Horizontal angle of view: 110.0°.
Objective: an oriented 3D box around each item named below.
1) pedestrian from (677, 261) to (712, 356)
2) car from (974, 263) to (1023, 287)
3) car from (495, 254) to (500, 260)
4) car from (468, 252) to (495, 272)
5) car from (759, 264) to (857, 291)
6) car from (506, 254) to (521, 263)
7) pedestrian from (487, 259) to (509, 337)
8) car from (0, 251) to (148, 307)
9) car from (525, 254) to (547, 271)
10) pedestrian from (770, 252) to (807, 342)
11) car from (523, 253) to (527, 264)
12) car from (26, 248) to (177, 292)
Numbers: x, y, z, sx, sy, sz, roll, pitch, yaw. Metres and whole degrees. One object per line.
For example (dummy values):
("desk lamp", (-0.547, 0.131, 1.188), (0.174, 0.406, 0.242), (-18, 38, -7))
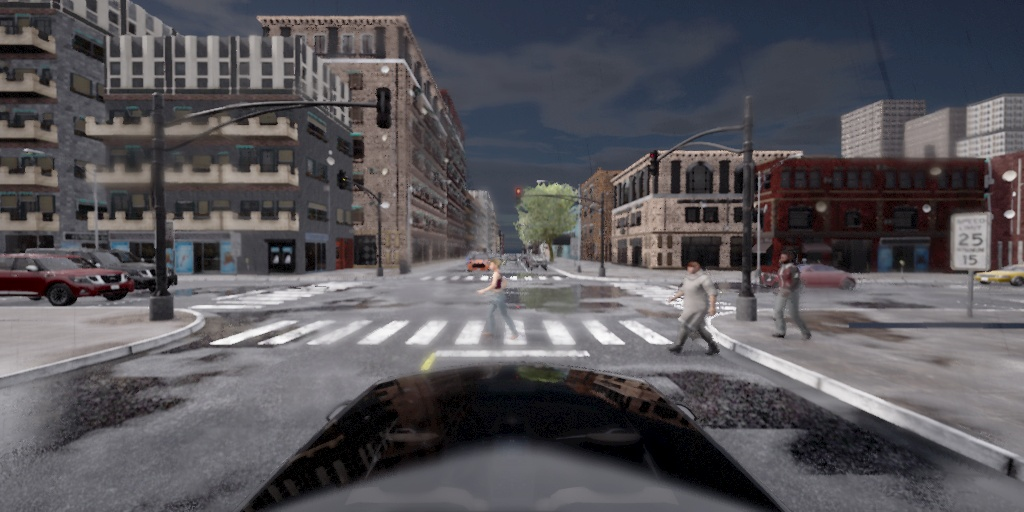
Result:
("pedestrian", (3.498, 0.963, 6.884), (0.375, 1.860, 0.375), (0, 1, 0))
("car", (31.442, 1.107, 22.048), (4.829, 1.417, 1.751), (0, 0, 0))
("car", (-3.075, 0.538, 50.916), (1.837, 1.490, 4.892), (0, 1, 0))
("car", (-3.090, 0.603, 35.319), (2.097, 1.767, 4.553), (0, 1, 0))
("car", (15.852, 1.116, 19.338), (4.181, 1.385, 1.994), (0, 1, 0))
("car", (0.005, 0.355, 63.383), (2.128, 1.511, 4.902), (0, 1, 0))
("pedestrian", (-0.317, 0.944, 8.085), (0.375, 1.860, 0.375), (0, 1, 0))
("car", (-17.276, 0.832, 13.324), (5.009, 1.841, 2.192), (0, 0, 0))
("car", (2.693, 0.778, 37.040), (2.007, 1.370, 4.403), (0, 0, 0))
("pedestrian", (5.752, 0.801, 7.481), (0.375, 1.860, 0.375), (0, 1, 0))
("car", (2.694, 0.587, 42.736), (1.967, 1.591, 4.097), (0, 0, 0))
("car", (-18.298, 0.687, 15.888), (5.566, 2.045, 2.150), (1, 1, 0))
